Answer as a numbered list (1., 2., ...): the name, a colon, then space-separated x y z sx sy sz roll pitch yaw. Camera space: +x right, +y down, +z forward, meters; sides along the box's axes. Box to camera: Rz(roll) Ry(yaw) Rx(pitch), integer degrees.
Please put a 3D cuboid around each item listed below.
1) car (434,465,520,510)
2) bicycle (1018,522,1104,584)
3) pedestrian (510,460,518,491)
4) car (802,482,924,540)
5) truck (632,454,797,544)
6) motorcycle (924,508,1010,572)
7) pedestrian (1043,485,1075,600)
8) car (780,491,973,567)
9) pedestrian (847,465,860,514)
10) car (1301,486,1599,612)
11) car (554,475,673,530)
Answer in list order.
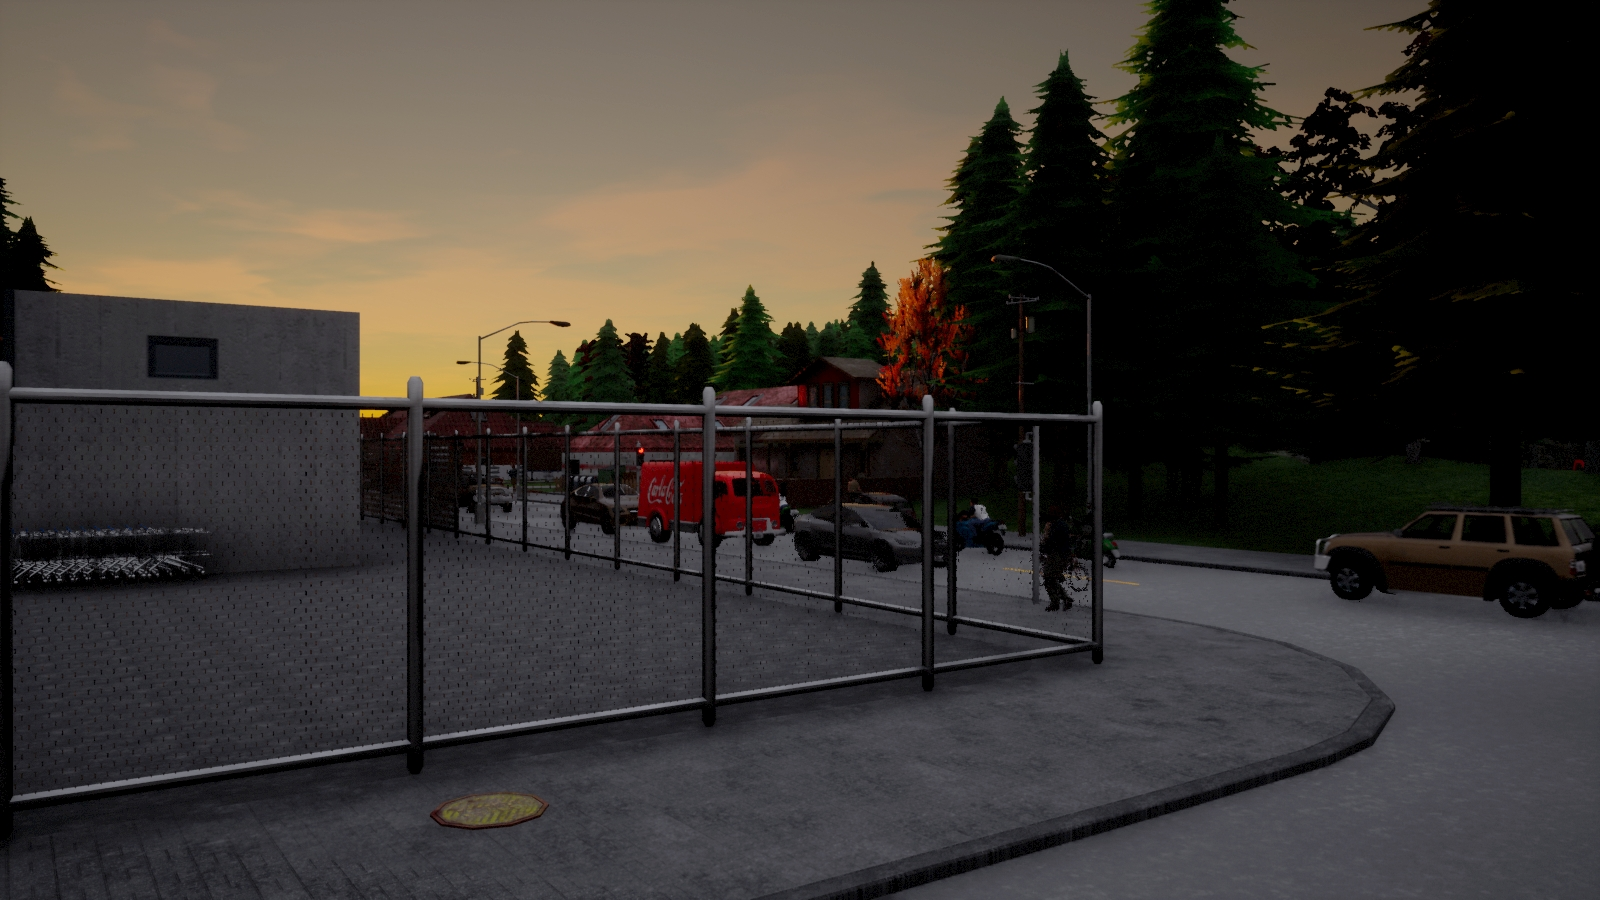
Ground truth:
1. car: -14.527 1.641 51.226 1.932 1.855 4.605 0 0 -41
2. bicycle: 5.216 2.033 22.879 0.859 1.080 1.487 0 0 -35
3. pedestrian: -17.333 1.519 69.195 0.375 1.860 0.375 0 0 1
4. car: 1.867 1.802 34.631 1.789 1.549 3.705 0 0 -35
5. truck: -2.652 1.346 34.156 2.627 2.467 5.204 0 0 -35
6. motorcycle: 3.658 1.958 25.127 0.856 1.236 1.805 0 1 -35
7. pedestrian: 4.280 1.515 18.881 0.375 1.860 0.375 0 0 -16
8. car: 1.746 1.840 27.854 2.163 1.488 4.792 0 0 -35
9. pedestrian: 2.051 1.521 43.727 0.375 1.860 0.375 0 0 -34
10. car: 11.702 1.640 20.497 1.932 1.855 4.605 0 0 -40
11. car: -6.576 1.769 39.829 2.152 1.651 5.027 0 0 -35
